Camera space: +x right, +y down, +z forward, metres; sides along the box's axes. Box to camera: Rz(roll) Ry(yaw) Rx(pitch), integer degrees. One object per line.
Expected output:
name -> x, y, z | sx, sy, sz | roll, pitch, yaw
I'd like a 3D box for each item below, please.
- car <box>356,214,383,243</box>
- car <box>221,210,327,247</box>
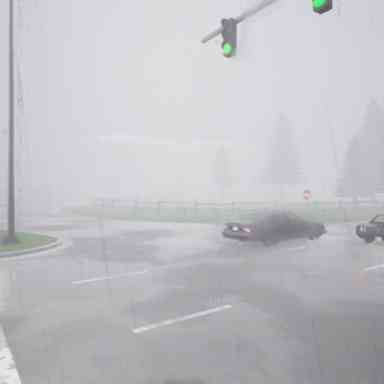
car -> 9.333, 1.597, 14.700 | 4.718, 1.301, 1.895 | 0, 0, -35
car -> 3.819, 1.545, 15.066 | 5.357, 1.411, 2.033 | 0, 0, -35
